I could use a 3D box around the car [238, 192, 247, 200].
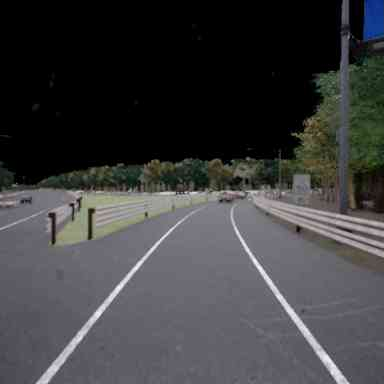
[{"bbox_3d":[9.143,0.748,62.753,1.812,1.442,4.674,1,1,22],"label":"car"}]

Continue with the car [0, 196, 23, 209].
[{"bbox_3d":[-23.565,1.450,42.844,1.895,1.301,4.718,0,0,-18],"label":"car"}]

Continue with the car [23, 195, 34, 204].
[{"bbox_3d":[-28.255,1.329,56.915,1.837,1.490,4.892,0,0,-19],"label":"car"}]

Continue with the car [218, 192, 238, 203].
[{"bbox_3d":[5.245,1.006,50.189,1.895,1.301,4.718,1,1,15],"label":"car"}]
